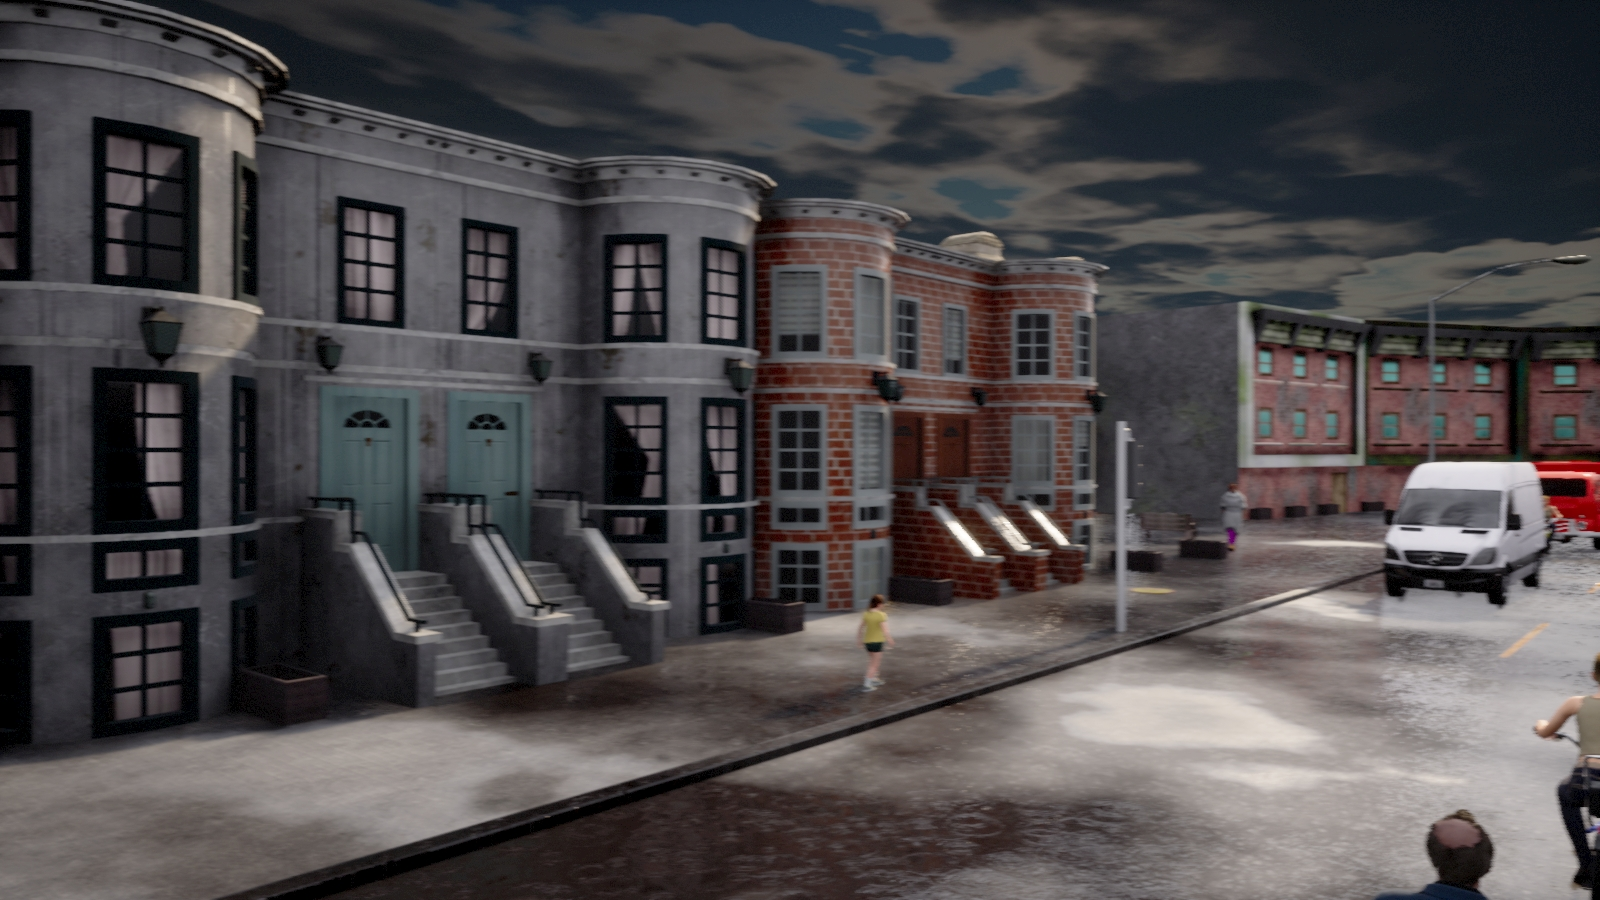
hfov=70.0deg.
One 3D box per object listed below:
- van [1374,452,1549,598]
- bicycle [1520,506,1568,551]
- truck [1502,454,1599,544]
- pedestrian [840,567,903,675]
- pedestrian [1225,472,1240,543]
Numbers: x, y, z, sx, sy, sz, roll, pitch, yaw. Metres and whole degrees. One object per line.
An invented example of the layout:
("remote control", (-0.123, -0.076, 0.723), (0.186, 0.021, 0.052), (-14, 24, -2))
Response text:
("van", (13.363, 1.315, 22.873), (1.988, 2.561, 5.915), (0, 0, 41))
("bicycle", (19.553, 2.040, 30.014), (0.859, 1.080, 1.487), (0, 0, 41))
("truck", (22.933, 1.353, 33.967), (2.627, 2.467, 5.204), (0, 0, 42))
("pedestrian", (0.800, 1.896, 12.801), (0.500, 1.100, 0.500), (0, 0, 45))
("pedestrian", (11.487, 1.525, 30.334), (0.375, 1.860, 0.375), (0, 0, 22))
